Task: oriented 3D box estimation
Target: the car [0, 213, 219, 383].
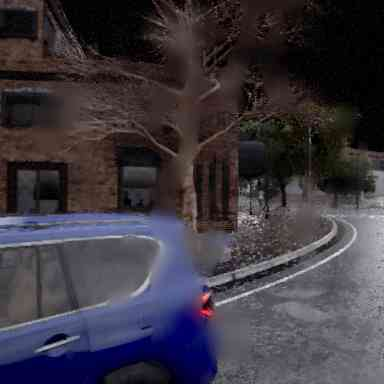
[{"bbox_3d":[-2.324,1.254,2.416,5.566,2.045,2.150,0,0,-37],"label":"car"}]
